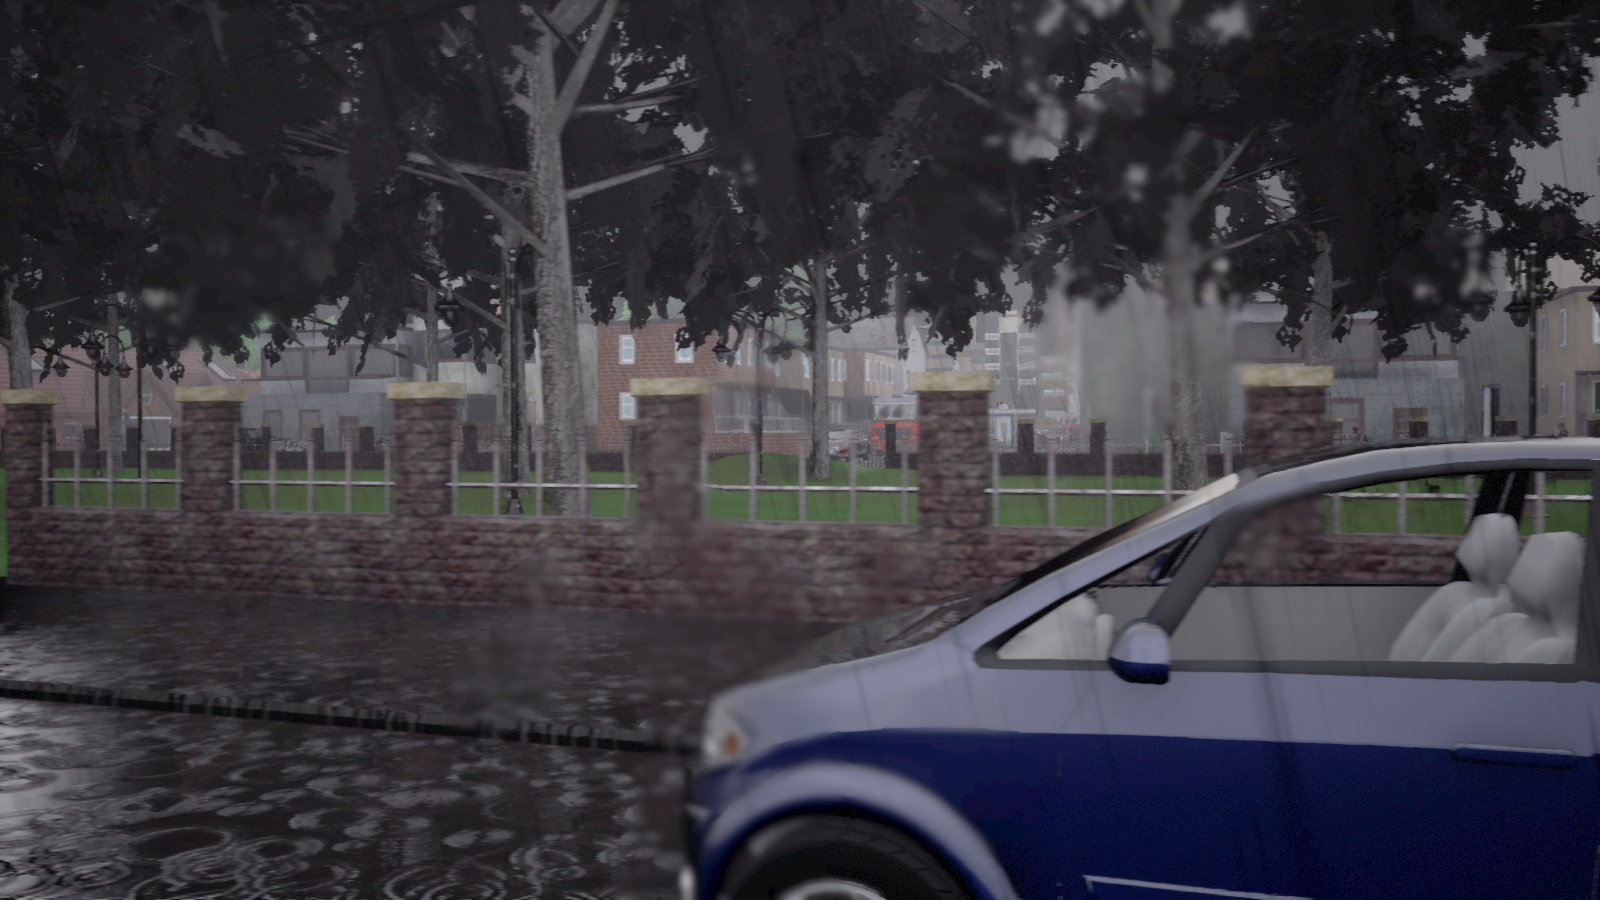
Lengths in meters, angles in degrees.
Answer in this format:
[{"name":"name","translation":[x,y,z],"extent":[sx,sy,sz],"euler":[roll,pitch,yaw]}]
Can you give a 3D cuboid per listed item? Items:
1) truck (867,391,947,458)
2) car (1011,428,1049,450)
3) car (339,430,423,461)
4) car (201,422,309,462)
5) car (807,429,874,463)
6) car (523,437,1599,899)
[{"name":"truck","translation":[6.573,-1.526,75.764],"extent":[2.891,3.827,8.468],"euler":[1,1,19]},{"name":"car","translation":[17.530,-0.860,95.659],"extent":[2.152,1.651,5.027],"euler":[1,1,19]},{"name":"car","translation":[-20.938,-0.243,62.802],"extent":[3.633,1.501,1.845],"euler":[1,1,19]},{"name":"car","translation":[-26.175,-0.421,60.319],"extent":[4.605,1.855,1.932],"euler":[0,1,17]},{"name":"car","translation":[2.070,-0.236,62.458],"extent":[2.033,1.649,4.856],"euler":[0,1,18]},{"name":"car","translation":[1.380,0.758,3.256],"extent":[3.705,1.549,1.789],"euler":[1,1,19]}]
